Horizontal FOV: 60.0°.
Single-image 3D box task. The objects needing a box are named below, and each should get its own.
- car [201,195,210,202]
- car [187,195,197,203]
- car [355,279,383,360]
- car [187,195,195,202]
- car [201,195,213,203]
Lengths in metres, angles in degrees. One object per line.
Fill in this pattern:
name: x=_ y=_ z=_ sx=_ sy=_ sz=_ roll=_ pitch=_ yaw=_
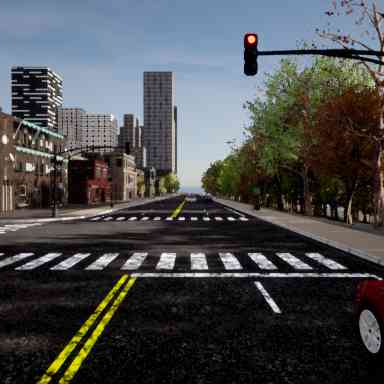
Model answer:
car: x=3.088 y=1.470 z=76.289 sx=1.837 sy=1.490 sz=4.892 roll=0 pitch=0 yaw=0
car: x=-0.045 y=1.575 z=67.309 sx=1.895 sy=1.301 sz=4.718 roll=0 pitch=0 yaw=0
car: x=3.344 y=1.477 z=2.928 sx=1.882 sy=1.535 sz=5.008 roll=0 pitch=0 yaw=0
car: x=-0.167 y=1.469 z=77.348 sx=1.837 sy=1.490 sz=4.892 roll=0 pitch=0 yaw=0
car: x=3.206 y=1.523 z=65.794 sx=2.033 sy=1.411 sz=5.357 roll=0 pitch=0 yaw=0
